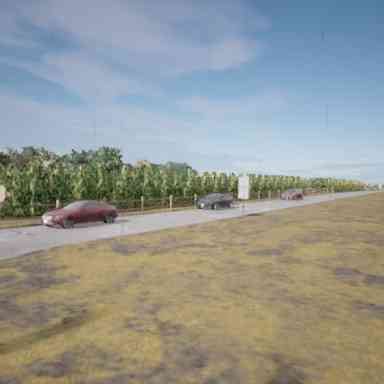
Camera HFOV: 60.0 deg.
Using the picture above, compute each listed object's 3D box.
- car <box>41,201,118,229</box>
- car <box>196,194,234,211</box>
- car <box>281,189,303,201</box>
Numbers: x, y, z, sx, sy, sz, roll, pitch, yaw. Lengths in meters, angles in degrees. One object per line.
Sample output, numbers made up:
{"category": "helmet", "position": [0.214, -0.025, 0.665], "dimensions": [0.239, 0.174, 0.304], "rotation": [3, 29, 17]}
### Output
{"category": "car", "position": [-6.466, 1.256, 19.650], "dimensions": [1.812, 1.442, 4.674], "rotation": [1, 2, 36]}
{"category": "car", "position": [2.318, 0.941, 31.922], "dimensions": [1.837, 1.490, 4.892], "rotation": [1, 2, 36]}
{"category": "car", "position": [14.831, 0.303, 49.234], "dimensions": [2.097, 1.767, 4.553], "rotation": [1, 2, 36]}
